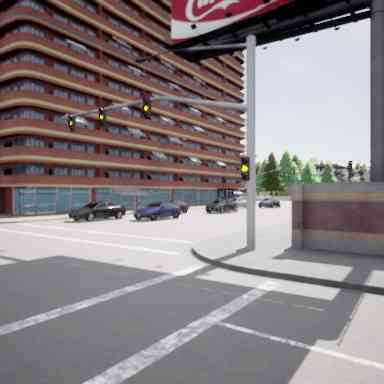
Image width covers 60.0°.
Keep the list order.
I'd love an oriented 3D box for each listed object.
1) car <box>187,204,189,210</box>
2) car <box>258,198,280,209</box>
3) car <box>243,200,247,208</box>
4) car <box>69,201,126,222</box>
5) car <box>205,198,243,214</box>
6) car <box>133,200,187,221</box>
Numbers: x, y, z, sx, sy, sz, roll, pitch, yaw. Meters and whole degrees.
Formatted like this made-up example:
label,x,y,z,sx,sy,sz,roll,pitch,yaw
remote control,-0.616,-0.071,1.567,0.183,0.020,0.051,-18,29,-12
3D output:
label,x,y,z,sx,sy,sz,roll,pitch,yaw
car,-2.144,1.519,34.158,1.812,1.442,4.674,0,0,35
car,10.875,1.520,46.508,1.812,1.442,4.674,0,0,35
car,5.861,1.519,45.494,1.812,1.442,4.674,0,0,36
car,-7.459,1.498,26.641,1.837,1.490,4.892,0,0,35
car,3.260,1.500,35.759,1.837,1.490,4.892,0,0,35
car,-2.713,1.520,27.262,1.812,1.442,4.674,0,0,35
